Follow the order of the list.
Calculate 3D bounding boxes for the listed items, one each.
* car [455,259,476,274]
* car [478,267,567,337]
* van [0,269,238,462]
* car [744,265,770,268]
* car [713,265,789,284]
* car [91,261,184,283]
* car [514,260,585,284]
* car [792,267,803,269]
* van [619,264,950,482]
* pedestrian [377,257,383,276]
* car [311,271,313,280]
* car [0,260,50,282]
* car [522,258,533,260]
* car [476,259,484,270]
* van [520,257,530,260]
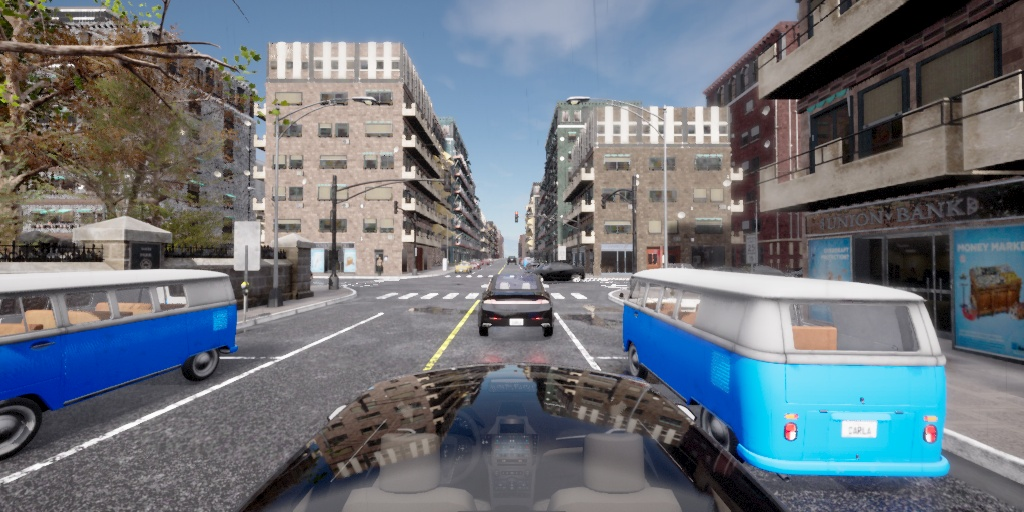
[{"bbox_3d":[-5.697,1.289,42.378,1.751,1.417,4.829,0,0,0],"label":"car"},{"bbox_3d":[0.098,1.244,10.332,2.128,1.511,4.902,0,0,0],"label":"car"},{"bbox_3d":[-5.657,1.092,4.603,1.690,1.789,3.998,0,0,0],"label":"van"},{"bbox_3d":[13.530,1.333,22.340,4.313,1.339,1.948,0,0,1],"label":"car"},{"bbox_3d":[18.627,1.425,28.084,4.674,1.442,1.812,0,-1,1],"label":"car"},{"bbox_3d":[-26.418,1.119,25.410,4.674,1.442,1.812,0,-1,1],"label":"car"},{"bbox_3d":[2.957,1.237,26.229,5.008,1.535,1.882,0,-1,-24],"label":"car"},{"bbox_3d":[24.906,1.548,30.588,4.313,1.339,1.948,0,0,1],"label":"car"},{"bbox_3d":[2.658,1.092,4.603,1.690,1.789,3.998,0,0,0],"label":"van"},{"bbox_3d":[-12.545,0.968,33.989,0.375,1.860,0.375,0,-1,1],"label":"pedestrian"},{"bbox_3d":[-16.592,0.999,25.296,4.553,1.767,2.097,0,-1,1],"label":"car"},{"bbox_3d":[-36.517,1.044,25.535,4.892,1.490,1.837,0,-1,1],"label":"car"},{"bbox_3d":[2.682,1.317,48.193,2.007,1.370,4.403,0,0,0],"label":"car"},{"bbox_3d":[-5.700,1.209,53.833,1.967,1.591,4.097,0,0,0],"label":"car"},{"bbox_3d":[2.680,1.112,59.477,1.690,1.789,3.998,0,0,0],"label":"van"}]
